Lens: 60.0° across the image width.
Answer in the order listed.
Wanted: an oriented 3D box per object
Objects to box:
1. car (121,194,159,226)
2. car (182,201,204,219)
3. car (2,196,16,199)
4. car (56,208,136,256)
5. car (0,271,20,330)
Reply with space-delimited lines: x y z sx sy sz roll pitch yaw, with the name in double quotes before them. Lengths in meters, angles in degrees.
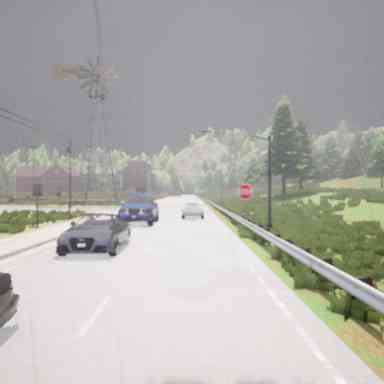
"car" -3.570 1.175 23.247 2.150 2.045 5.566 0 0 0
"car" 0.084 1.467 28.626 1.812 1.442 4.674 0 0 0
"car" -32.320 1.407 58.620 1.784 1.438 3.905 0 0 -1
"car" -3.605 1.538 12.831 1.994 1.385 4.181 0 0 0
"car" -3.602 1.542 2.860 2.033 1.411 5.357 0 0 0
